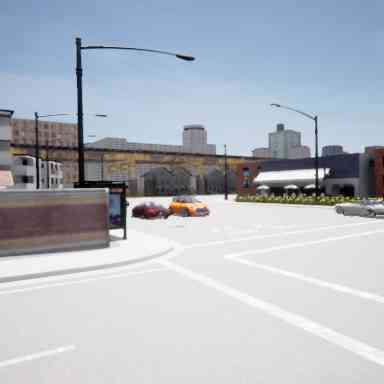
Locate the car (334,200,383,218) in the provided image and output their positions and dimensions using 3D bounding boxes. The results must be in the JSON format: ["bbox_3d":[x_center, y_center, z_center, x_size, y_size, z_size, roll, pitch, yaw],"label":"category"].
[{"bbox_3d":[13.519,1.244,26.086,1.895,1.301,4.718,-1,1,-21],"label":"car"}]

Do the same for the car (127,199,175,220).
[{"bbox_3d":[-3.466,1.501,27.724,1.994,1.385,4.181,-2,1,-31],"label":"car"}]

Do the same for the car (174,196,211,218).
[{"bbox_3d":[-0.304,1.212,29.245,2.097,1.767,4.553,-1,1,-31],"label":"car"}]

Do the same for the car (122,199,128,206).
[{"bbox_3d":[-9.912,1.388,46.488,1.994,1.385,4.181,-1,1,-19],"label":"car"}]
